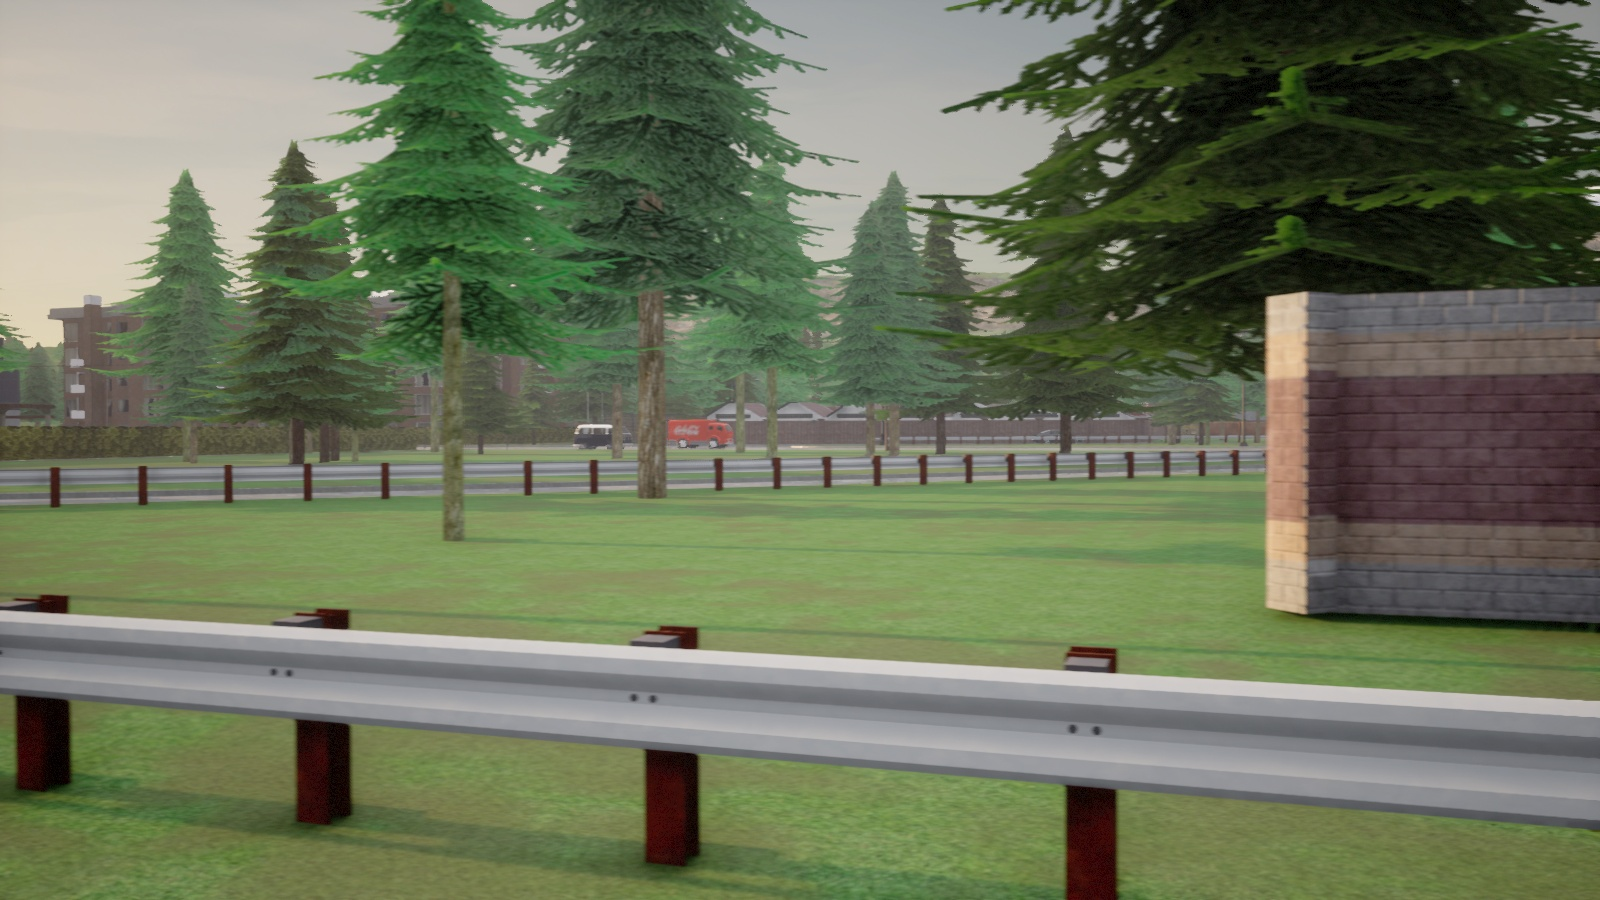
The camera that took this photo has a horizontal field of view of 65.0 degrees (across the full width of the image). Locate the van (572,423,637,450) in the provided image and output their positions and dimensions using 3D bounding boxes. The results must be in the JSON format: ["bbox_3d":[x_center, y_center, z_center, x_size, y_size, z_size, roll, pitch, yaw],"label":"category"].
[{"bbox_3d":[-15.045,-1.053,96.529,4.480,2.038,2.069,1,1,19],"label":"van"}]
